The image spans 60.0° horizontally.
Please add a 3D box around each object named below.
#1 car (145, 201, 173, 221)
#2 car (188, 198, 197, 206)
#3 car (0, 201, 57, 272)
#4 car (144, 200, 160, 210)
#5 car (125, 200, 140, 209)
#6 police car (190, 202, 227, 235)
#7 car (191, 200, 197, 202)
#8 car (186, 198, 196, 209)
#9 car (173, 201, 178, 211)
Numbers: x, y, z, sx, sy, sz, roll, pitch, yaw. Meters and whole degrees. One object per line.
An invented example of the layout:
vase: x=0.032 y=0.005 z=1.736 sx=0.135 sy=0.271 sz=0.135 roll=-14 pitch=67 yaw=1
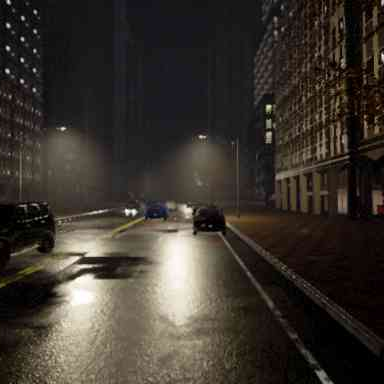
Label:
car: x=-3.126 y=1.795 z=30.742 sx=1.882 sy=1.535 sz=5.008 roll=0 pitch=-1 yaw=0
car: x=0.059 y=2.065 z=71.306 sx=1.882 sy=1.535 sz=5.008 roll=0 pitch=-1 yaw=0
car: x=-6.590 y=1.339 z=11.365 sx=2.150 sy=2.045 sz=5.566 roll=0 pitch=-1 yaw=0
car: x=-6.513 y=2.110 z=54.500 sx=2.033 sy=1.411 sz=5.357 roll=0 pitch=-1 yaw=1
car: x=-9.764 y=2.059 z=54.966 sx=2.128 sy=1.511 sz=4.902 roll=0 pitch=-1 yaw=0
police car: x=0.992 y=1.637 z=20.463 sx=1.930 sy=1.638 sz=5.238 roll=0 pitch=-1 yaw=0
car: x=0.999 y=1.792 z=30.353 sx=1.882 sy=1.535 sz=5.008 roll=0 pitch=-1 yaw=0
car: x=0.045 y=2.062 z=55.151 sx=2.128 sy=1.511 sz=4.902 roll=0 pitch=-1 yaw=0
car: x=-3.110 y=2.025 z=48.243 sx=1.812 sy=1.442 sz=4.674 roll=0 pitch=-1 yaw=0
